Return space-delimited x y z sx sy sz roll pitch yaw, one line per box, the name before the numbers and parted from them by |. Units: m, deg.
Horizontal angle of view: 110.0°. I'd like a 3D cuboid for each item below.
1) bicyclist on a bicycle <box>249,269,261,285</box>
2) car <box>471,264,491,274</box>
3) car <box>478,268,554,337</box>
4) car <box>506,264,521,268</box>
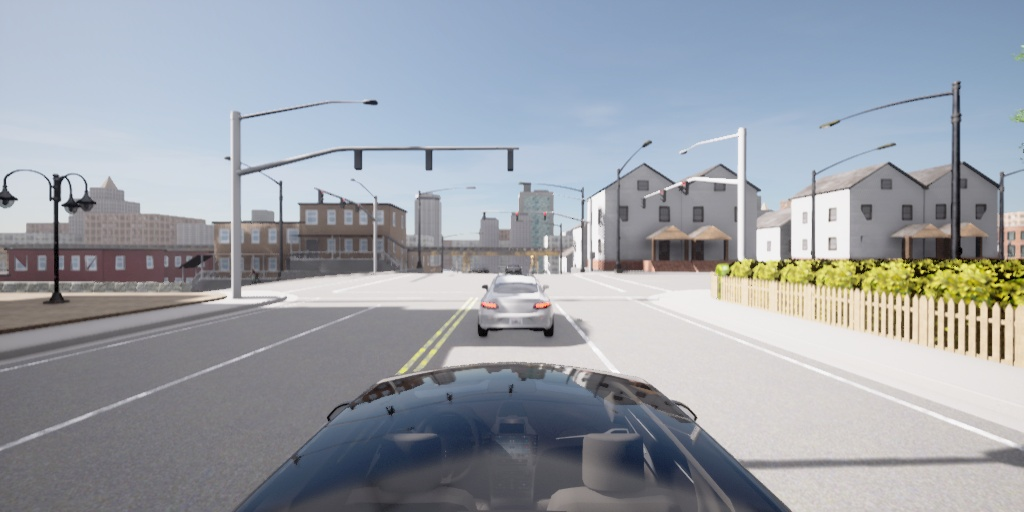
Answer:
bicyclist on a bicycle | -25.569 2.078 35.650 0.582 1.620 1.656 -8 0 0
car | -3.513 1.684 41.223 1.837 1.490 4.892 0 -8 0
car | 0.101 1.242 10.069 1.812 1.442 4.674 0 0 0
car | 0.195 1.782 42.100 2.128 1.511 4.902 0 -8 0
